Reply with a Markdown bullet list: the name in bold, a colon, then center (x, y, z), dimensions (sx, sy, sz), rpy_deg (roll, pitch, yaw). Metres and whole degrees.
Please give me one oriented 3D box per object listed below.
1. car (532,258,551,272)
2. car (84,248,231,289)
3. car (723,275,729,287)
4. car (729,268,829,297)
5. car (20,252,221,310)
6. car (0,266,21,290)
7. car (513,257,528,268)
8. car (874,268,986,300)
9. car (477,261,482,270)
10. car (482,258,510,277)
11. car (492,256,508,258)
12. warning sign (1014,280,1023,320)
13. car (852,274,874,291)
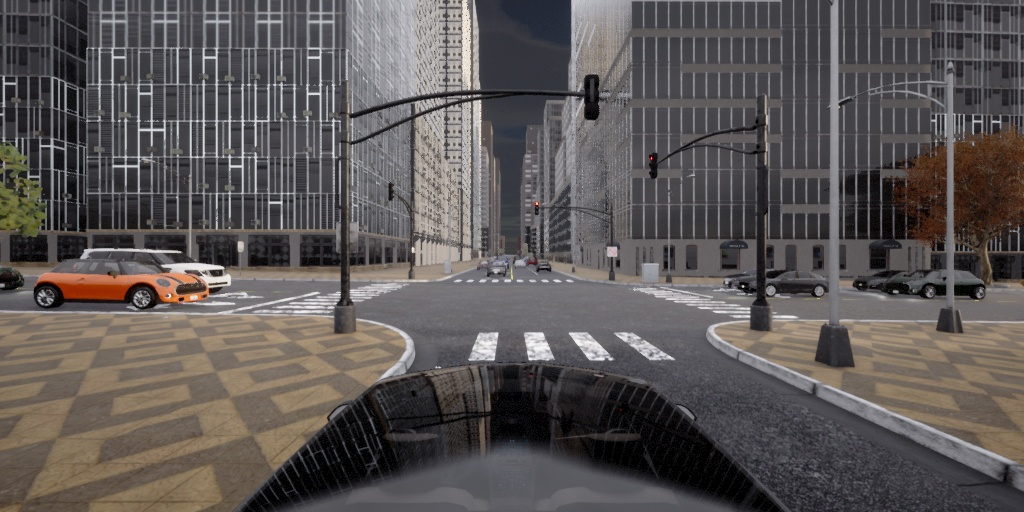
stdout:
- **car**: center (3.949, 1.323, 45.336), dimensions (1.948, 1.339, 4.313), rpy_deg (0, 0, 0)
- **car**: center (-15.928, 0.702, 16.009), dimensions (5.566, 2.045, 2.150), rpy_deg (1, 0, -3)
- **car**: center (16.897, 1.567, 24.223), dimensions (4.902, 1.511, 2.128), rpy_deg (1, 0, -3)
- **car**: center (15.808, 1.562, 20.930), dimensions (4.892, 1.490, 1.837), rpy_deg (1, 0, -4)
- **car**: center (-13.727, 0.874, 12.856), dimensions (4.553, 1.767, 2.097), rpy_deg (1, 0, -3)
- **car**: center (-24.623, 0.673, 15.615), dimensions (4.553, 1.767, 2.097), rpy_deg (1, 0, -3)
- **car**: center (1.374, 1.272, 61.453), dimensions (1.812, 1.442, 4.674), rpy_deg (0, 0, 0)
- **car**: center (24.979, 1.573, 21.337), dimensions (4.553, 1.767, 2.097), rpy_deg (1, 0, -3)
- **car**: center (-4.001, 1.336, 50.833), dimensions (1.802, 1.307, 4.207), rpy_deg (0, 0, 0)
- **car**: center (-1.477, 1.255, 35.758), dimensions (2.128, 1.511, 4.902), rpy_deg (0, 0, 0)
- **car**: center (-1.553, 0.972, 56.601), dimensions (2.150, 2.045, 5.566), rpy_deg (0, 0, -1)
- **warning sign**: center (17.279, 1.203, 11.527), dimensions (1.060, 1.860, 1.300), rpy_deg (0, 0, -3)
- **car**: center (26.280, 1.747, 24.651), dimensions (4.892, 1.490, 1.837), rpy_deg (1, 0, -3)
